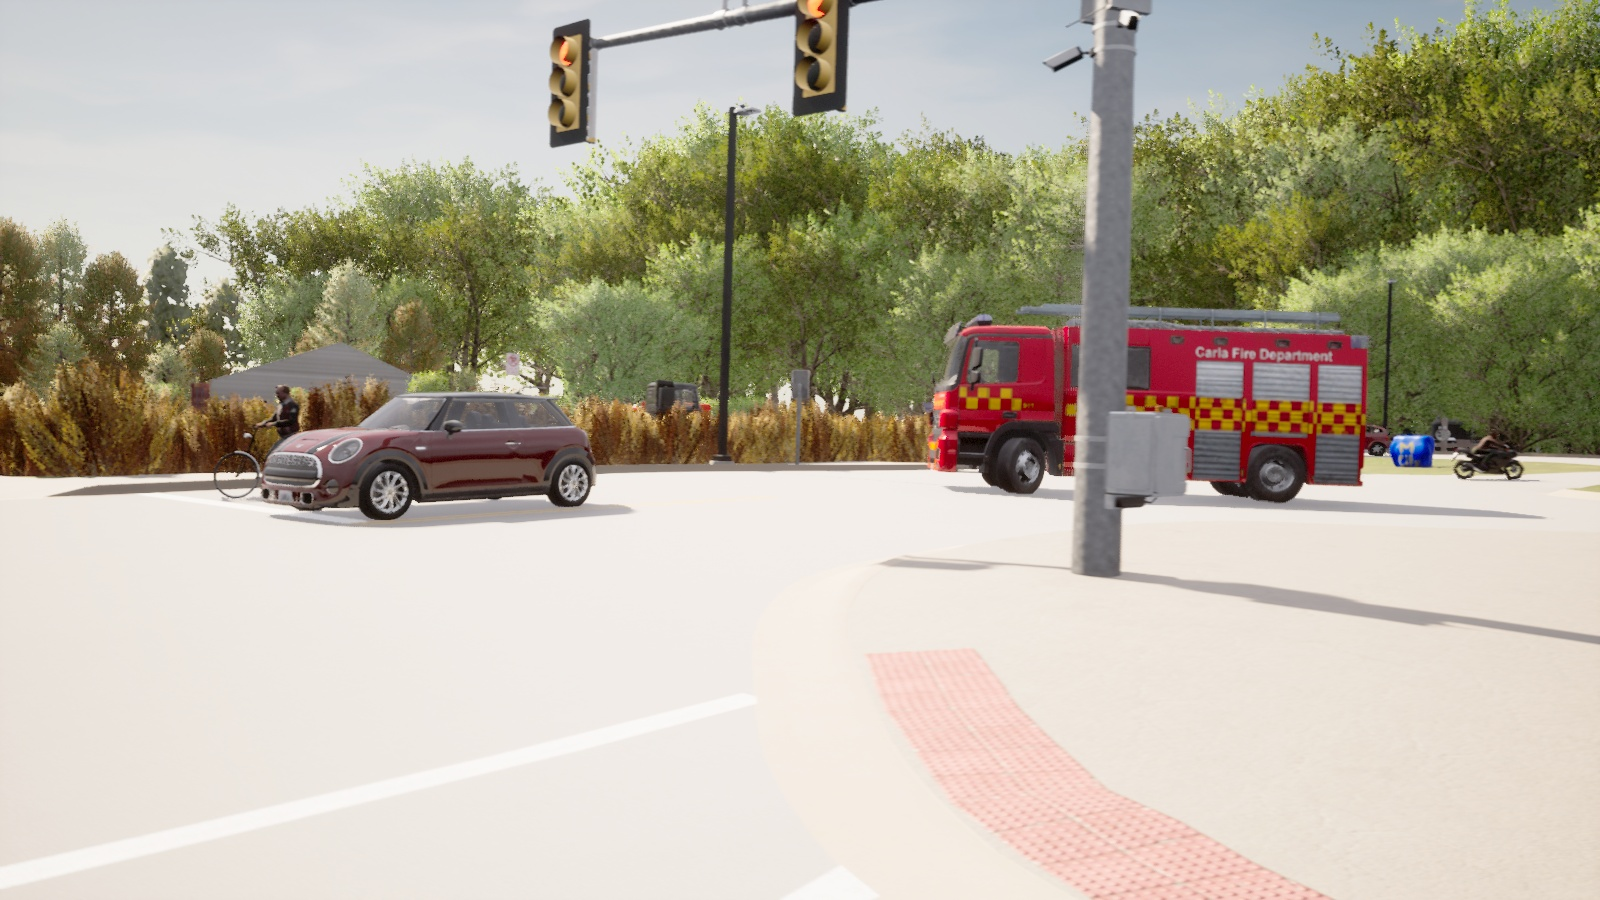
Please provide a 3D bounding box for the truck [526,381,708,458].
[{"bbox_3d":[-8.546,-1.425,58.663,7.936,3.462,2.891,0,2,-21],"label":"truck"}]

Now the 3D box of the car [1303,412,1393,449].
[{"bbox_3d":[25.970,-0.920,59.601,3.705,1.549,1.789,-3,2,18],"label":"car"}]

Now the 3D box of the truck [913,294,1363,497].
[{"bbox_3d":[6.720,-1.099,26.004,8.468,3.827,2.891,1,1,1],"label":"truck"}]

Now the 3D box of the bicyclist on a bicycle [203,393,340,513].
[{"bbox_3d":[-8.205,0.013,19.568,0.659,1.776,1.843,1,3,40],"label":"bicyclist on a bicycle"}]

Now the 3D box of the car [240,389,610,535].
[{"bbox_3d":[-5.091,0.056,17.598,2.097,1.767,4.553,1,3,39],"label":"car"}]

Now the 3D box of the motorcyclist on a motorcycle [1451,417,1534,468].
[{"bbox_3d":[21.002,-0.218,38.111,2.044,1.523,0.797,-1,-1,10],"label":"motorcyclist on a motorcycle"}]
